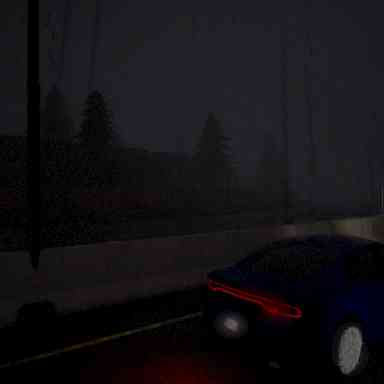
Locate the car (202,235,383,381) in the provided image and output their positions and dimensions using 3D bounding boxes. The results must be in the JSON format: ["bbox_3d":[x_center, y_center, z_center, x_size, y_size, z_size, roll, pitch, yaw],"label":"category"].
[{"bbox_3d":[2.481,1.466,5.551,5.008,1.535,1.882,0,0,-36],"label":"car"}]
